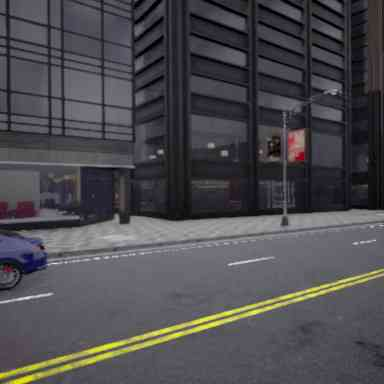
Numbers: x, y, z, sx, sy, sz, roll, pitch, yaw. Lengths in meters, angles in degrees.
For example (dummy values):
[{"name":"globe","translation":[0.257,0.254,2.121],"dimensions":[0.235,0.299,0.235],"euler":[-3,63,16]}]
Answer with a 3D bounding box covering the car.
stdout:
[{"name":"car","translation":[-5.778,1.525,7.525],"dimensions":[4.674,1.442,1.812],"euler":[0,0,-35]}]
